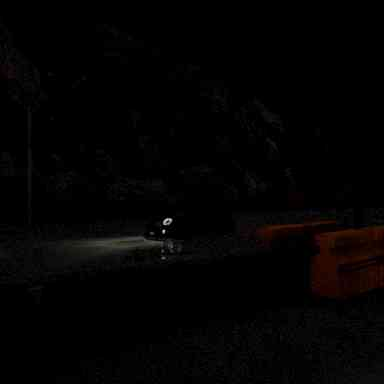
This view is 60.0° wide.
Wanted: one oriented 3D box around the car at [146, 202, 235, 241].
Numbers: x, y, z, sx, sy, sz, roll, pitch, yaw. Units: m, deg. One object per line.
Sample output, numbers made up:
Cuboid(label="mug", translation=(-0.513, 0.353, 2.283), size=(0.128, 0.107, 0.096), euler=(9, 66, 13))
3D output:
Cuboid(label="car", translation=(-0.043, 1.332, 16.845), size=(4.553, 1.767, 2.097), euler=(0, 0, -35))
